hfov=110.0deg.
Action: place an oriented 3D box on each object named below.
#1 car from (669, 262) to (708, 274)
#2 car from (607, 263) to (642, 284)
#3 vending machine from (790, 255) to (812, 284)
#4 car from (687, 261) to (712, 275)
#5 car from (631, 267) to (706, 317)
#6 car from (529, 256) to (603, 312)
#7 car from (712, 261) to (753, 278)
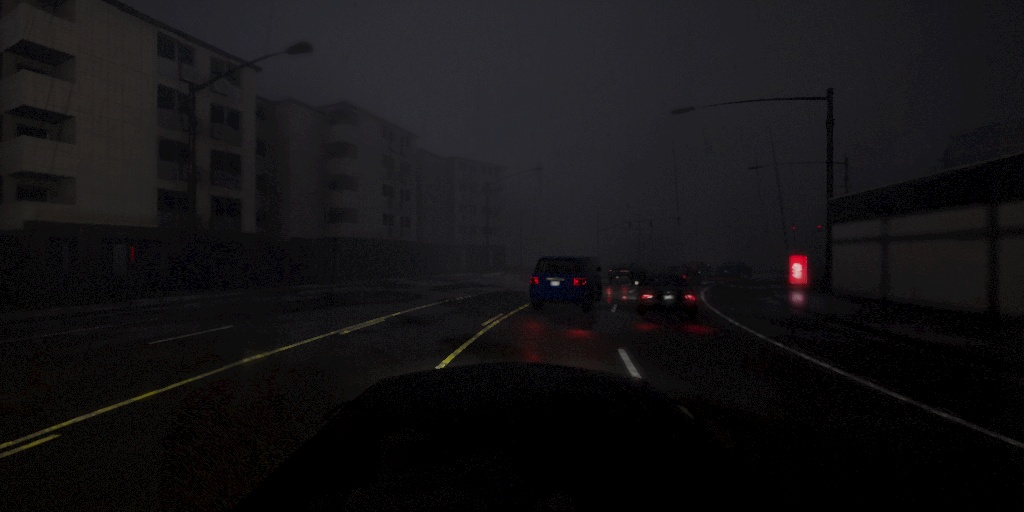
[{"bbox_3d":[11.384,1.311,24.111,2.033,1.411,5.357,0,0,37],"label":"car"},{"bbox_3d":[8.592,1.243,26.217,2.128,1.511,4.902,0,0,37],"label":"car"},{"bbox_3d":[19.584,0.944,24.520,0.880,2.100,1.100,0,0,-44],"label":"vending machine"},{"bbox_3d":[18.575,1.235,36.212,5.008,1.535,1.882,0,0,-42],"label":"car"},{"bbox_3d":[5.621,1.313,13.324,2.033,1.411,5.357,0,0,19],"label":"car"},{"bbox_3d":[2.326,1.008,14.503,2.150,2.045,5.566,0,0,19],"label":"car"},{"bbox_3d":[20.898,1.235,33.595,5.008,1.535,1.882,0,0,-42],"label":"car"}]
